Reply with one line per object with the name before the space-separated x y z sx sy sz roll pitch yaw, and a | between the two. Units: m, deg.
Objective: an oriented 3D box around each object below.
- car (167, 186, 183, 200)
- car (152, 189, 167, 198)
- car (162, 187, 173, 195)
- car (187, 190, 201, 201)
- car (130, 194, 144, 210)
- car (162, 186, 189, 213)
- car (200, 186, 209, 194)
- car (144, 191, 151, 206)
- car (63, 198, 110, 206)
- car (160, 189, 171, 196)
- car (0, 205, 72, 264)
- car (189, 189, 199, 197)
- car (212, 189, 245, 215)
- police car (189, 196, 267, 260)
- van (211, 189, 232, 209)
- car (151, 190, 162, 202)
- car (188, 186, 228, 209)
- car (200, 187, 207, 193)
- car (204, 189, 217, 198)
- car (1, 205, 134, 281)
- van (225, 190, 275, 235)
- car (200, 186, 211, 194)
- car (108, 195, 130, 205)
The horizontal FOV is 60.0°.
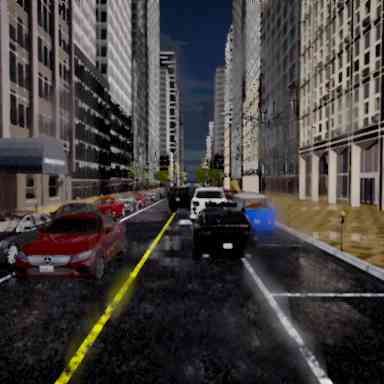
car | -2.687 0.106 53.873 2.150 2.045 5.566 0 1 0
car | -5.374 0.295 55.766 2.008 1.369 4.403 0 1 0
car | -5.275 -0.198 72.810 1.967 1.590 4.097 0 1 0
car | 0.289 0.486 48.030 1.994 1.385 4.181 0 1 1
car | -5.540 0.931 27.356 2.008 1.369 4.403 0 1 0
car | 0.018 0.597 27.680 2.150 2.045 5.566 0 2 24
car | 3.170 -0.571 84.124 2.192 1.841 5.009 0 1 0
car | -5.506 0.835 33.039 1.802 1.307 4.206 0 1 0
car | -5.605 1.200 15.992 1.947 1.339 4.313 0 1 0
car | -5.307 0.071 67.131 1.802 1.307 4.206 0 1 0
car | -5.639 1.312 10.309 2.008 1.369 4.403 0 1 0
car | 0.362 0.128 62.303 1.812 1.442 4.674 0 1 0
car | 2.839 0.703 27.302 2.192 1.841 5.009 -1 1 0
police car | 0.965 1.167 11.408 1.930 1.638 5.238 0 1 0
van | 2.872 0.602 32.985 1.690 1.788 3.998 -1 1 0
car | -5.440 0.550 44.402 2.008 1.369 4.403 0 1 0
car | 1.024 0.745 21.321 2.150 2.045 5.566 0 1 0
car | 3.238 -0.702 95.490 1.967 1.590 4.097 0 1 0
car | 3.007 0.302 55.717 2.008 1.369 4.403 0 1 0
car | -3.047 1.311 9.332 1.812 1.442 4.674 0 1 0
van | 2.773 0.983 15.938 1.690 1.788 3.998 -1 1 0
car | 3.137 -0.443 78.441 2.192 1.841 5.009 0 1 0
car | -5.572 1.052 21.673 1.887 1.381 4.507 0 1 0
